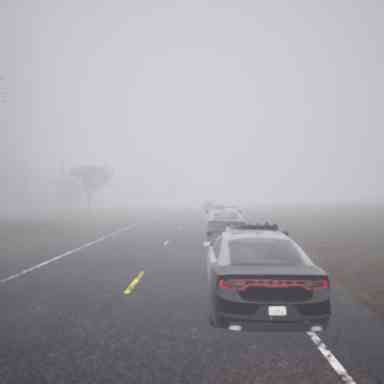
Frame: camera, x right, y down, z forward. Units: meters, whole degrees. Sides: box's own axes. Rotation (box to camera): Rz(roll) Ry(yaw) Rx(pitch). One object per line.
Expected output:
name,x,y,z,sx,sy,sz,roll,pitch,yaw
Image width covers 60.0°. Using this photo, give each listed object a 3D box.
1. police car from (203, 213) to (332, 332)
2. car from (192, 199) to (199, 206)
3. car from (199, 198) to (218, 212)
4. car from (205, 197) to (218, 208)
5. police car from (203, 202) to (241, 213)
police car,1.280,1.484,7.254,1.930,1.638,5.238,0,0,2
car,0.989,2.090,69.071,1.812,1.442,4.674,0,0,6
car,2.303,1.876,45.108,1.837,1.490,4.892,0,0,5
car,3.448,1.829,59.157,2.097,1.767,4.553,0,0,5
police car,1.654,1.568,17.213,1.930,1.638,5.238,0,0,2
